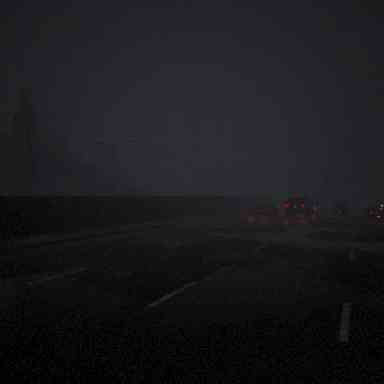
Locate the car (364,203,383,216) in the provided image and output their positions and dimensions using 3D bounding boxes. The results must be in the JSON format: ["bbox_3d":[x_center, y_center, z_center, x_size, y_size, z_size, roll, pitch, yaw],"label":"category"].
[{"bbox_3d":[21.973,2.038,40.215,1.994,1.385,4.181,0,0,26],"label":"car"}]

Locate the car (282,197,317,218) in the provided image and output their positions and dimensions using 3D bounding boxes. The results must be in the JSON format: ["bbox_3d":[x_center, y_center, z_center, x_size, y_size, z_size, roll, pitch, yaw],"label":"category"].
[{"bbox_3d":[11.175,1.543,34.426,2.150,2.045,5.566,0,0,27],"label":"car"}]

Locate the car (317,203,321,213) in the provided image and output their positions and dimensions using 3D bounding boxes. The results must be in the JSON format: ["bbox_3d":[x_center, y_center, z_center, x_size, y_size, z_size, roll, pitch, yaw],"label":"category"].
[{"bbox_3d":[15.483,2.020,43.043,1.895,1.301,4.718,0,0,27],"label":"car"}]

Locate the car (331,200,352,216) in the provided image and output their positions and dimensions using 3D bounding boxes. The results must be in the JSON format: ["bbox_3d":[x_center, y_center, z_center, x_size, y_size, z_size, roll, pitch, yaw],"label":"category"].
[{"bbox_3d":[17.002,1.913,38.100,1.837,1.490,4.892,0,0,27],"label":"car"}]

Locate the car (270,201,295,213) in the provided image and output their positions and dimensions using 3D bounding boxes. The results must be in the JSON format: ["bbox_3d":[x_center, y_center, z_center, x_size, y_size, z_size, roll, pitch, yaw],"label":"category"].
[{"bbox_3d":[12.045,1.935,44.023,2.033,1.411,5.357,0,0,27],"label":"car"}]

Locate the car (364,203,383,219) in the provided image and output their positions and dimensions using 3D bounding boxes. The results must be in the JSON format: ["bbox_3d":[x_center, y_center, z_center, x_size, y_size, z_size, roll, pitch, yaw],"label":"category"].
[{"bbox_3d":[18.056,1.986,32.390,1.895,1.301,4.718,0,0,27],"label":"car"}]

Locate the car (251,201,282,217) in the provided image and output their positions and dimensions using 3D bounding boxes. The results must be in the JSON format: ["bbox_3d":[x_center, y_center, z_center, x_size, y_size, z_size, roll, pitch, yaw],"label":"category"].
[{"bbox_3d":[7.727,1.766,35.209,1.882,1.535,5.008,0,0,27],"label":"car"}]
